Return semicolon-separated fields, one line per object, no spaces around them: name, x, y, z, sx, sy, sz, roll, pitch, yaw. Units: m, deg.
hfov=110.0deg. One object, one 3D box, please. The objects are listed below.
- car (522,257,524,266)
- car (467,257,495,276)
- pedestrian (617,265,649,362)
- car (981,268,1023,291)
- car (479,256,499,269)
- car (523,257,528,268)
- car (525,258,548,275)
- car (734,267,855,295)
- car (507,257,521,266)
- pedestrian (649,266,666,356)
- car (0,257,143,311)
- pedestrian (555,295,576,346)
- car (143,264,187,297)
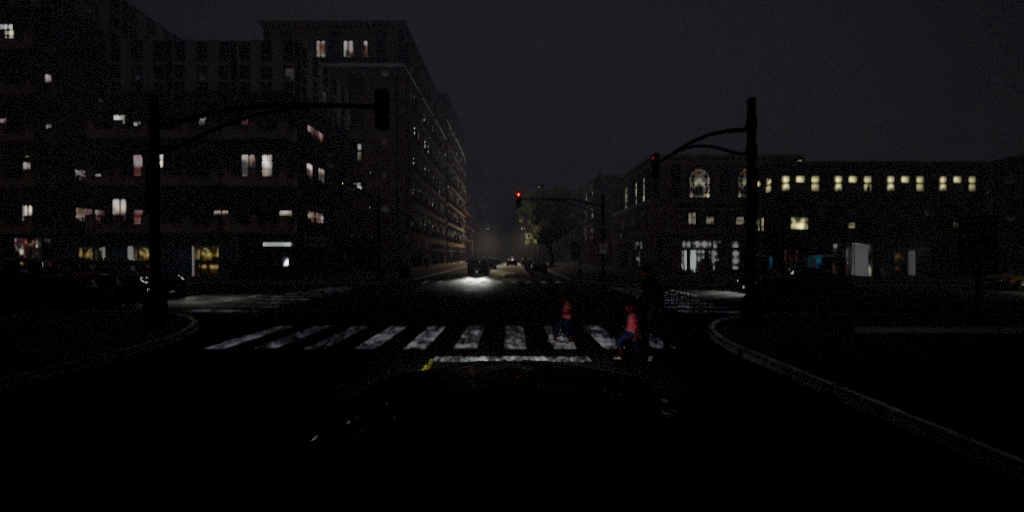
car;2.680;1.007;48.255;1.967;1.591;4.097;0;0;0
car;-3.100;1.103;34.087;2.128;1.511;4.902;0;0;0
pedestrian;2.257;1.019;6.715;0.375;1.860;0.375;0;0;0
car;31.437;1.325;21.876;4.829;1.417;1.751;0;0;0
car;-3.096;1.045;48.233;1.882;1.535;5.008;0;1;0
car;2.682;1.026;42.559;1.967;1.591;4.097;0;0;0
car;2.683;1.156;36.862;2.007;1.370;4.403;0;0;0
car;15.020;1.285;19.162;5.357;1.411;2.033;0;0;0
car;-0.013;1.014;63.215;2.128;1.511;4.902;0;0;0
pedestrian;2.817;1.016;7.317;0.375;1.860;0.375;0;0;0
car;-17.279;0.957;13.139;5.009;1.841;2.192;0;0;0
pedestrian;1.211;1.013;7.913;0.375;1.860;0.375;0;0;0
car;-17.145;0.983;15.726;4.553;1.767;2.097;0;0;0
